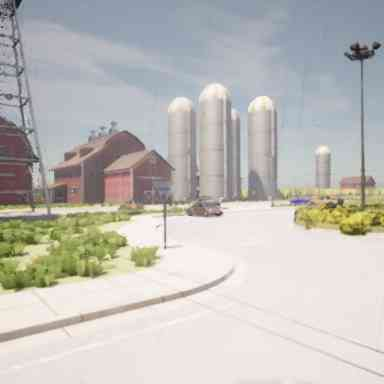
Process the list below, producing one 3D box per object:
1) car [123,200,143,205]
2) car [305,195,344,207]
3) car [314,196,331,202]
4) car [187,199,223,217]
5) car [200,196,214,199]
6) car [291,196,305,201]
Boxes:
[{"bbox_3d":[-7.616,1.791,42.187,1.816,1.474,4.193,0,0,-38],"label":"car"},{"bbox_3d":[18.848,1.396,46.754,1.932,1.855,4.605,0,0,-38],"label":"car"},{"bbox_3d":[33.282,1.712,84.770,4.181,1.385,1.994,0,0,-38],"label":"car"},{"bbox_3d":[1.240,1.683,32.779,1.784,1.438,3.905,0,0,-38],"label":"car"},{"bbox_3d":[2.660,1.556,50.931,1.905,1.878,3.866,0,0,-38],"label":"car"},{"bbox_3d":[21.743,1.639,65.825,2.242,1.667,4.611,0,0,-38],"label":"car"}]
